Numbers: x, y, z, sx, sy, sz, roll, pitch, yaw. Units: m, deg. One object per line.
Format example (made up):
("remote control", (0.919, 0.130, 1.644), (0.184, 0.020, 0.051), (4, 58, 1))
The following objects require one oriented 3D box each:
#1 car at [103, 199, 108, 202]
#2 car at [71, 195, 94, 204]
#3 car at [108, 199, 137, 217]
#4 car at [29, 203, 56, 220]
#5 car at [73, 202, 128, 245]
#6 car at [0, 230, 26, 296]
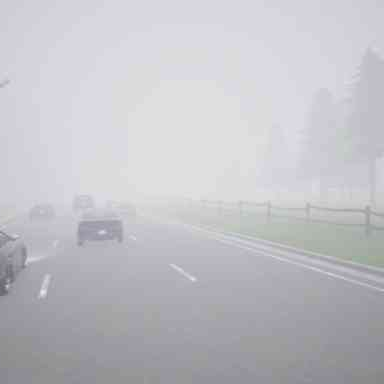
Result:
("car", (-10.310, 1.612, 42.480), (1.994, 1.385, 4.181), (-1, 0, -19))
("car", (-11.801, 1.310, 36.081), (2.150, 2.045, 5.566), (-1, 1, -19))
("car", (-6.519, 1.494, 31.579), (1.882, 1.535, 5.008), (-1, 0, -19))
("car", (-13.535, 1.691, 30.283), (1.994, 1.385, 4.181), (-1, 0, -19))
("car", (-4.534, 1.502, 15.887), (1.882, 1.535, 5.008), (-1, 0, -20))
("car", (-5.470, 1.621, 8.400), (1.994, 1.385, 4.181), (-1, 0, -21))
